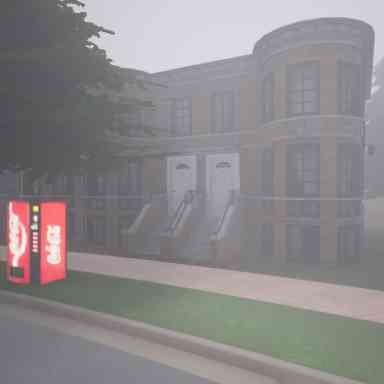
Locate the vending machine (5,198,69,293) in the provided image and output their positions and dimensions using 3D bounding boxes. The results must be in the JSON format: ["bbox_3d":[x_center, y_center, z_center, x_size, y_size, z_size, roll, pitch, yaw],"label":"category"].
[{"bbox_3d":[-3.740,1.195,8.069,0.880,2.100,1.100,0,0,26],"label":"vending machine"}]
